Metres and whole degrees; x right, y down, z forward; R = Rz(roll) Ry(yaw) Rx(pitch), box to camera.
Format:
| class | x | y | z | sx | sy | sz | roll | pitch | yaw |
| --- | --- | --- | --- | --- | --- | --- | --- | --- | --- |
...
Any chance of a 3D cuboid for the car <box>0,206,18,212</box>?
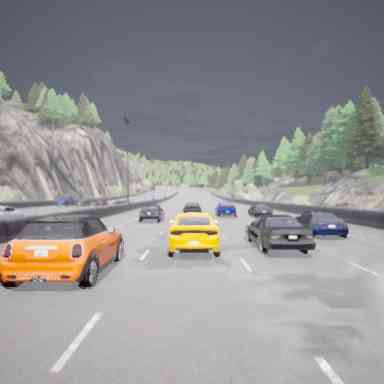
| class | x | y | z | sx | sy | sz | roll | pitch | yaw |
| --- | --- | --- | --- | --- | --- | --- | --- | --- | --- |
| car | -14.144 | 1.743 | 24.309 | 1.812 | 1.442 | 4.674 | 0 | -1 | 0 |

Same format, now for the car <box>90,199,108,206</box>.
| class | x | y | z | sx | sy | sz | roll | pitch | yaw |
| --- | --- | --- | --- | --- | --- | --- | --- | --- | --- |
| car | -17.632 | 2.128 | 64.205 | 1.994 | 1.385 | 4.181 | 0 | 0 | 0 |

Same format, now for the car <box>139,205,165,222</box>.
| class | x | y | z | sx | sy | sz | roll | pitch | yaw |
| --- | --- | --- | --- | --- | --- | --- | --- | --- | --- |
| car | -3.456 | 1.807 | 29.134 | 2.033 | 1.411 | 5.357 | 0 | 0 | 0 |

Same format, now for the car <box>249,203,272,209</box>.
| class | x | y | z | sx | sy | sz | roll | pitch | yaw |
| --- | --- | --- | --- | --- | --- | --- | --- | --- | --- |
| car | 7.033 | 1.868 | 34.400 | 1.994 | 1.385 | 4.181 | 0 | -1 | 0 |

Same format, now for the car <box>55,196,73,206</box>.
| class | x | y | z | sx | sy | sz | roll | pitch | yaw |
| --- | --- | --- | --- | --- | --- | --- | --- | --- | --- |
| car | -24.624 | 1.799 | 64.502 | 2.150 | 2.045 | 5.566 | 0 | -1 | 0 |

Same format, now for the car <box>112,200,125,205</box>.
| class | x | y | z | sx | sy | sz | roll | pitch | yaw |
| --- | --- | --- | --- | --- | --- | --- | --- | --- | --- |
| car | -14.131 | 2.175 | 64.893 | 1.895 | 1.301 | 4.718 | 0 | 0 | 0 |

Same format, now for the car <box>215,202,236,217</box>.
| class | x | y | z | sx | sy | sz | roll | pitch | yaw |
| --- | --- | --- | --- | --- | --- | --- | --- | --- | --- |
| car | 3.532 | 1.791 | 35.435 | 1.882 | 1.535 | 5.008 | 0 | -1 | 0 |

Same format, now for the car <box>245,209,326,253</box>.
| class | x | y | z | sx | sy | sz | roll | pitch | yaw |
| --- | --- | --- | --- | --- | --- | --- | --- | --- | --- |
| car | 3.573 | 1.675 | 14.302 | 2.033 | 1.411 | 5.357 | 0 | 0 | 0 |

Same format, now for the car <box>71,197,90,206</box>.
| class | x | y | z | sx | sy | sz | roll | pitch | yaw |
| --- | --- | --- | --- | --- | --- | --- | --- | --- | --- |
| car | -21.127 | 2.089 | 64.670 | 2.128 | 1.511 | 4.902 | 0 | 0 | 0 |

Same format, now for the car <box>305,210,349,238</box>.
| class | x | y | z | sx | sy | sz | roll | pitch | yaw |
| --- | --- | --- | --- | --- | --- | --- | --- | --- | --- |
| car | 7.064 | 1.730 | 18.790 | 1.994 | 1.385 | 4.181 | 0 | -1 | 0 |

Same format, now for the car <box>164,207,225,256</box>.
| class | x | y | z | sx | sy | sz | roll | pitch | yaw |
| --- | --- | --- | --- | --- | --- | --- | --- | --- | --- |
| car | 0.072 | 1.600 | 13.728 | 1.882 | 1.535 | 5.008 | 0 | -1 | 0 |

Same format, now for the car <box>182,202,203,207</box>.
| class | x | y | z | sx | sy | sz | roll | pitch | yaw |
| --- | --- | --- | --- | --- | --- | --- | --- | --- | --- |
| car | 0.035 | 1.806 | 34.037 | 1.837 | 1.490 | 4.892 | 0 | -1 | 0 |

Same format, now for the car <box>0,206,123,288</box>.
| class | x | y | z | sx | sy | sz | roll | pitch | yaw |
| --- | --- | --- | --- | --- | --- | --- | --- | --- | --- |
| car | -3.425 | 1.439 | 9.691 | 2.097 | 1.767 | 4.553 | 0 | -1 | 0 |
